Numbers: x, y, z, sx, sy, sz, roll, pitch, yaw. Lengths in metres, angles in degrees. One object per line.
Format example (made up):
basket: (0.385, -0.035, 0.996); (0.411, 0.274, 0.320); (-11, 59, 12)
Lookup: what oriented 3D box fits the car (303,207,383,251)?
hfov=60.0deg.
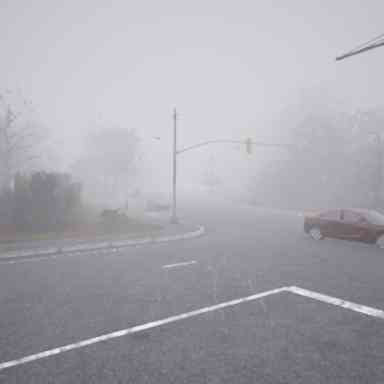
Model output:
car: (7.107, 1.446, 14.173); (1.882, 1.535, 5.008); (0, 0, -31)

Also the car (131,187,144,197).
car: (-10.135, -0.095, 61.961); (2.097, 1.767, 4.553); (1, 3, -6)

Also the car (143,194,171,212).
car: (-3.696, 1.295, 36.585); (1.882, 1.535, 5.008); (0, 2, -20)
